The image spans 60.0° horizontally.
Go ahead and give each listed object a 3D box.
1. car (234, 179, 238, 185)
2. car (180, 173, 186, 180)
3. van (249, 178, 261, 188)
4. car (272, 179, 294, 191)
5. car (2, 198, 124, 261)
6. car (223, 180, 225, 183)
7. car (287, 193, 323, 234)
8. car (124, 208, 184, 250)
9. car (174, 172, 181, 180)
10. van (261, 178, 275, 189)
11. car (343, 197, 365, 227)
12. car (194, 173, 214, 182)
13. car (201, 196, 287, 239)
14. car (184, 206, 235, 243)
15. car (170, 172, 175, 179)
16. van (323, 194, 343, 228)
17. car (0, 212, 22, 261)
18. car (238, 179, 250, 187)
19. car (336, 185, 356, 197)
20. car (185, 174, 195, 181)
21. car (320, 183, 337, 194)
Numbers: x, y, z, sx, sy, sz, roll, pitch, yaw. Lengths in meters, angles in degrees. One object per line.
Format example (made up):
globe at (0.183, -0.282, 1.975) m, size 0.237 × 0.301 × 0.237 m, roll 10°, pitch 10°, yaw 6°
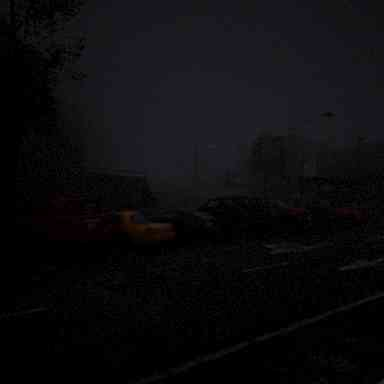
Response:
car at (10.363, -2.047, 71.175) m, size 2.002 × 1.452 × 4.674 m, roll 7°, pitch 4°, yaw 35°
car at (-0.131, -3.854, 85.871) m, size 2.185 × 1.767 × 4.553 m, roll 6°, pitch 3°, yaw 34°
van at (13.769, -1.767, 66.123) m, size 1.878 × 1.987 × 4.442 m, roll 7°, pitch 4°, yaw 35°
car at (17.259, -0.995, 61.290) m, size 2.231 × 1.521 × 4.892 m, roll 7°, pitch 3°, yaw 35°
car at (-5.540, 1.244, 12.599) m, size 5.566 × 2.045 × 2.435 m, roll -1°, pitch -1°, yaw 35°
car at (8.621, -2.321, 73.637) m, size 2.002 × 1.452 × 4.674 m, roll 7°, pitch 3°, yaw 35°
car at (4.326, 1.264, 19.518) m, size 5.566 × 2.045 × 2.435 m, roll -1°, pitch -1°, yaw 35°
car at (-3.221, 1.499, 14.427) m, size 5.366 × 1.575 × 1.946 m, roll -1°, pitch -1°, yaw 35°
car at (-1.861, -4.089, 88.341) m, size 2.185 × 1.767 × 4.553 m, roll 4°, pitch 1°, yaw 33°
van at (15.499, -1.494, 63.652) m, size 1.878 × 1.987 × 4.442 m, roll 7°, pitch 4°, yaw 35°
car at (9.273, 1.400, 22.938) m, size 4.553 × 1.767 × 2.185 m, roll -1°, pitch -1°, yaw 35°
car at (3.515, -3.180, 81.146) m, size 1.946 × 1.575 × 5.366 m, roll 7°, pitch 3°, yaw 34°
car at (1.813, 1.259, 17.812) m, size 5.566 × 2.045 × 2.435 m, roll -1°, pitch -1°, yaw 35°
car at (-0.614, 1.545, 16.055) m, size 4.674 × 1.452 × 2.002 m, roll -1°, pitch -1°, yaw 35°
car at (-3.633, -4.367, 90.688) m, size 2.435 × 2.045 × 5.566 m, roll 1°, pitch -1°, yaw 34°
van at (6.864, 1.293, 21.188) m, size 4.442 × 1.987 × 1.878 m, roll -1°, pitch -1°, yaw 35°
car at (-7.985, 1.520, 10.854) m, size 4.792 × 1.488 × 2.163 m, roll -1°, pitch -1°, yaw 35°
car at (12.195, -1.815, 68.854) m, size 1.946 × 1.575 × 5.366 m, roll 7°, pitch 3°, yaw 35°
car at (24.161, 0.134, 51.433) m, size 2.002 × 1.452 × 4.674 m, roll 7°, pitch 3°, yaw 35°
car at (1.663, -3.703, 83.405) m, size 2.435 × 2.045 × 5.566 m, roll 7°, pitch 3°, yaw 34°
car at (22.470, -0.429, 53.905) m, size 2.435 × 2.045 × 5.566 m, roll 7°, pitch 3°, yaw 35°
